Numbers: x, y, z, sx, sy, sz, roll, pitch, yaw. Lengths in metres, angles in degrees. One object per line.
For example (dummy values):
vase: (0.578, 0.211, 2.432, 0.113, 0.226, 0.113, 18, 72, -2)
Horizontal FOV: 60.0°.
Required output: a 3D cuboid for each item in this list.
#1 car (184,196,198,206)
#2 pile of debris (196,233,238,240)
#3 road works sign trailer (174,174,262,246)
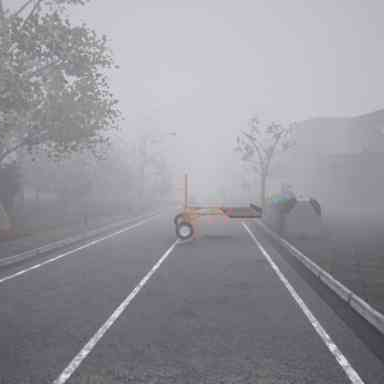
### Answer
car: (-0.166, 1.297, 48.804, 1.837, 1.490, 4.892, 0, 0, 0)
pile of debris: (1.164, 2.106, 15.807, 1.860, 0.140, 1.500, 0, 0, 3)
road works sign trailer: (1.033, 0.661, 14.511, 3.560, 2.880, 2.380, 0, 5, -5)
